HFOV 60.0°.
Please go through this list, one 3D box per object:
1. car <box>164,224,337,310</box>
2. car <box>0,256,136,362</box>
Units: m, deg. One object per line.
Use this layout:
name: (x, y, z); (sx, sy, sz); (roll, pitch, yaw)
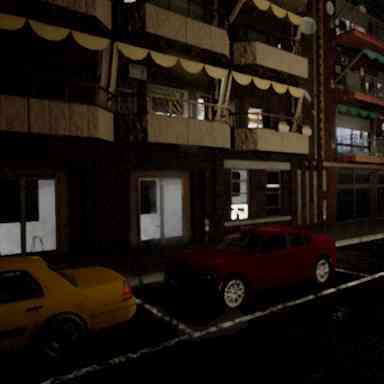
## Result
car: (1.484, 1.467, 7.625); (4.507, 1.381, 1.887); (-1, 0, -35)
car: (-3.152, 1.528, 4.318); (4.829, 1.417, 1.752); (-1, 0, -35)
